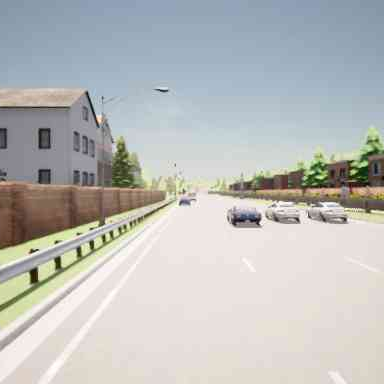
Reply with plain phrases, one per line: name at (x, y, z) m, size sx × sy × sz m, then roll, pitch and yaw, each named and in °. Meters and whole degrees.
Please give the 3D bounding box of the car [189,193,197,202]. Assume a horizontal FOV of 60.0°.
car at (0.007, 1.439, 72.560) m, size 1.895 × 1.301 × 4.718 m, roll 0°, pitch 0°, yaw 0°

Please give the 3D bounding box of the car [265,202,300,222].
car at (7.089, 1.528, 26.290) m, size 1.812 × 1.442 × 4.674 m, roll 0°, pitch 0°, yaw 0°

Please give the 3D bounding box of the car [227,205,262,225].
car at (3.600, 1.602, 23.728) m, size 1.895 × 1.301 × 4.718 m, roll 0°, pitch 0°, yaw 0°

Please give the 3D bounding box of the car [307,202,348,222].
car at (10.589, 1.528, 26.231) m, size 1.812 × 1.442 × 4.674 m, roll 0°, pitch 0°, yaw 0°

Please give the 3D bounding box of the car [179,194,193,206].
car at (-1.221, 1.530, 55.629) m, size 1.812 × 1.442 × 4.674 m, roll 0°, pitch 0°, yaw 0°
